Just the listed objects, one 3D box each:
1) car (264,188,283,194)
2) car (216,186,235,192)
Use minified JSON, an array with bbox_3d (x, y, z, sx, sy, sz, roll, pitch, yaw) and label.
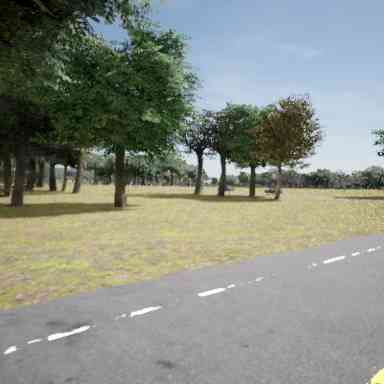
[{"bbox_3d":[17.806,-0.249,72.807,1.994,1.385,4.181,1,1,-38],"label":"car"},{"bbox_3d":[8.607,-0.822,84.637,2.033,1.411,5.357,1,2,-38],"label":"car"}]
